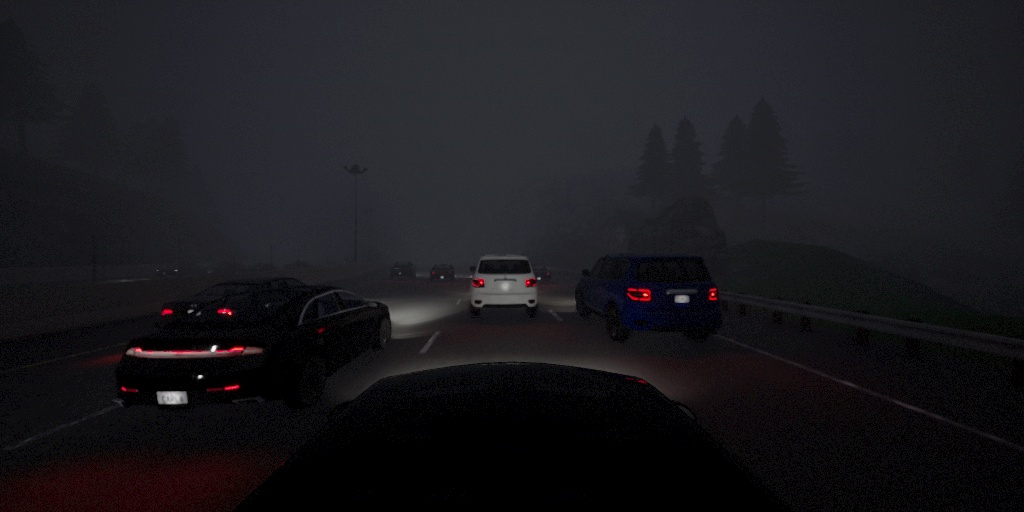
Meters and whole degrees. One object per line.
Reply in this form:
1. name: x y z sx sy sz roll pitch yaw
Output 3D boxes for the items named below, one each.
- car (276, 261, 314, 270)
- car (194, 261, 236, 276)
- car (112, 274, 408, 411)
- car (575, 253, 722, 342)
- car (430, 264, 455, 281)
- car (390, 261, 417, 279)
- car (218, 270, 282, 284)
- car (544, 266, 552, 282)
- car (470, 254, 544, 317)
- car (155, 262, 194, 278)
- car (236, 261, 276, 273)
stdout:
1. car: -21.202 1.274 35.700 1.812 1.442 4.674 0 0 -12
2. car: -28.279 1.255 35.381 2.128 1.511 4.902 0 0 -12
3. car: -3.565 1.243 6.119 2.128 1.511 4.902 0 0 -2
4. car: 3.318 0.954 9.908 2.150 2.045 5.566 0 0 -2
5. car: -5.696 1.325 29.697 1.895 1.301 4.718 0 0 -9
6. car: -9.630 1.221 31.953 2.128 1.511 4.902 0 0 -10
7. car: -7.200 1.301 10.487 2.033 1.411 5.357 0 0 -3
8. car: 1.639 1.312 27.864 1.895 1.301 4.718 0 0 -8
9. car: -0.374 0.957 13.262 2.150 2.045 5.566 0 0 -4
10. car: -31.644 1.298 34.401 1.812 1.442 4.674 0 0 -12
11. car: -24.695 1.320 35.285 1.994 1.385 4.181 0 0 -12
